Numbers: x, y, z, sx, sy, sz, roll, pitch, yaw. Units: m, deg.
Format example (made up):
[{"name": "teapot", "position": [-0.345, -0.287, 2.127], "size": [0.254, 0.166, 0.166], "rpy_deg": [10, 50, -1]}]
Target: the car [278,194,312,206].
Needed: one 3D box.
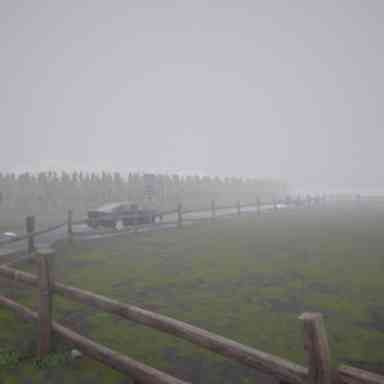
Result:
[{"name": "car", "position": [13.578, 1.067, 43.699], "size": [2.128, 1.511, 4.902], "rpy_deg": [-1, 0, 36]}]

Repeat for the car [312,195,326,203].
[{"name": "car", "position": [19.509, 1.086, 52.138], "size": [1.895, 1.301, 4.718], "rpy_deg": [-1, 0, 35]}]

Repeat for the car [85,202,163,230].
[{"name": "car", "position": [-3.780, 1.320, 19.329], "size": [1.882, 1.535, 5.008], "rpy_deg": [-1, 0, 35]}]
